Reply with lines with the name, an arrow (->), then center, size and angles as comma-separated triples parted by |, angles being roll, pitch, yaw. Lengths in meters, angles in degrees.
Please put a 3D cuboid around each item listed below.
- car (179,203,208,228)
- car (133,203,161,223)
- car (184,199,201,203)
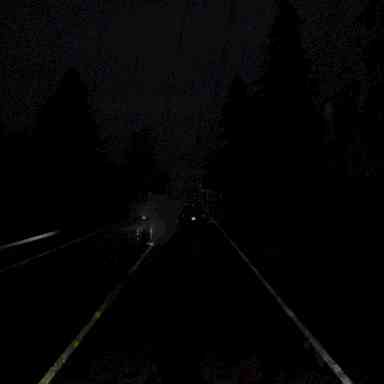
car -> 0.097, 1.722, 23.649 | 1.994, 1.385, 4.181 | 0, 0, 0
car -> -3.601, 1.673, 27.376 | 2.128, 1.511, 4.902 | 0, 0, 0
car -> 0.096, 1.630, 41.853 | 2.097, 1.767, 4.553 | 0, 0, 0
